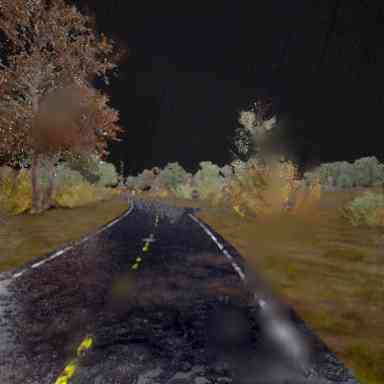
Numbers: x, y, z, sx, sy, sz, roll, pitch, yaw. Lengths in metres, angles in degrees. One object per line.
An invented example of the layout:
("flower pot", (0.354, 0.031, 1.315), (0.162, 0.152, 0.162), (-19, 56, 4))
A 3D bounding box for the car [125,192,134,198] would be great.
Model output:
("car", (-16.559, 0.829, 88.181), (2.128, 1.511, 4.902), (0, 0, -16))

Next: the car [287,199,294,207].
("car", (11.575, 1.333, 44.309), (5.357, 1.411, 2.033), (0, 0, -27))
